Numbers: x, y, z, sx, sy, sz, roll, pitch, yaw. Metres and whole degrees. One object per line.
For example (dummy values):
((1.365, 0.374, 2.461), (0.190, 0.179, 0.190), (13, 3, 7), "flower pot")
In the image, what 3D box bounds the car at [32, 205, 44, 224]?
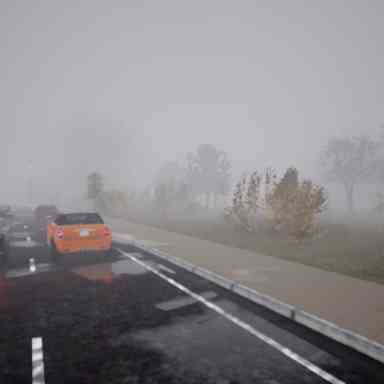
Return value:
((-12.128, 1.776, 27.691), (1.882, 1.535, 5.008), (0, 0, -28), "car")

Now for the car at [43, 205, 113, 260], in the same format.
((-4.708, 1.503, 13.543), (2.097, 1.767, 4.553), (0, -1, -26), "car")

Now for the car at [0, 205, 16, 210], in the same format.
((-14.637, 1.765, 25.497), (2.128, 1.511, 4.902), (0, -1, -28), "car")

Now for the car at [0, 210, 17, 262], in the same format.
((-7.654, 1.626, 12.164), (2.128, 1.511, 4.902), (0, -1, -26), "car")
